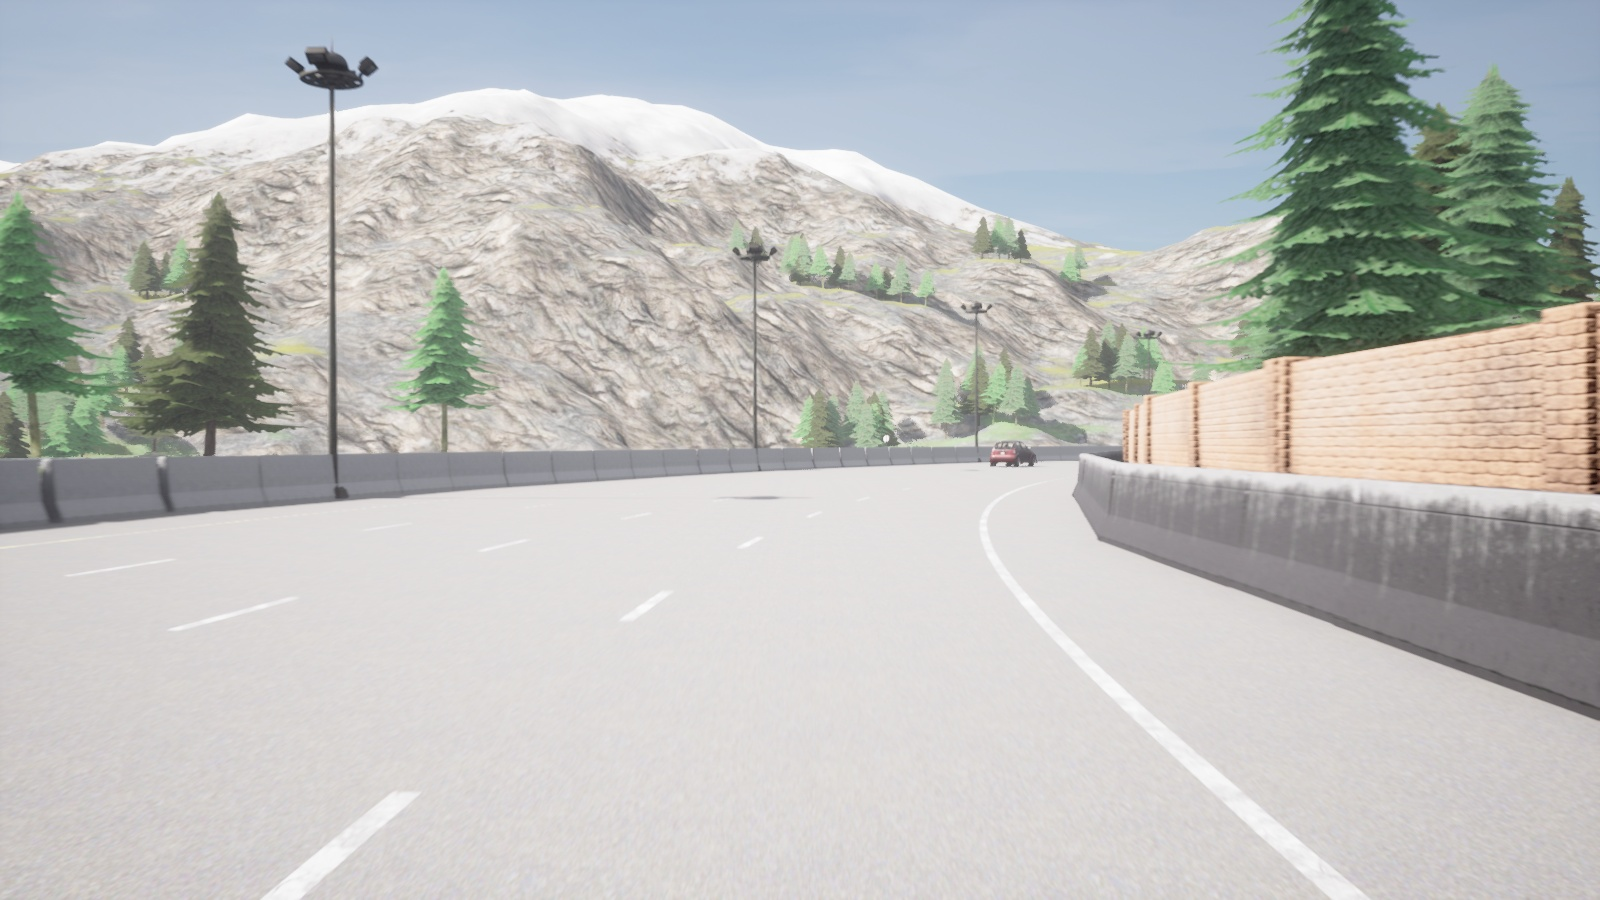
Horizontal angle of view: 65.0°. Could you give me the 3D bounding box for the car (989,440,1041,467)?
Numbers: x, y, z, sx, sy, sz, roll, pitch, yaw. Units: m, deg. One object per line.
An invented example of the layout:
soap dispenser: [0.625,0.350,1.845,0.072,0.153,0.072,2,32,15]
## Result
car: [13.247,0.210,77.270,1.851,1.617,3.988,0,0,30]
